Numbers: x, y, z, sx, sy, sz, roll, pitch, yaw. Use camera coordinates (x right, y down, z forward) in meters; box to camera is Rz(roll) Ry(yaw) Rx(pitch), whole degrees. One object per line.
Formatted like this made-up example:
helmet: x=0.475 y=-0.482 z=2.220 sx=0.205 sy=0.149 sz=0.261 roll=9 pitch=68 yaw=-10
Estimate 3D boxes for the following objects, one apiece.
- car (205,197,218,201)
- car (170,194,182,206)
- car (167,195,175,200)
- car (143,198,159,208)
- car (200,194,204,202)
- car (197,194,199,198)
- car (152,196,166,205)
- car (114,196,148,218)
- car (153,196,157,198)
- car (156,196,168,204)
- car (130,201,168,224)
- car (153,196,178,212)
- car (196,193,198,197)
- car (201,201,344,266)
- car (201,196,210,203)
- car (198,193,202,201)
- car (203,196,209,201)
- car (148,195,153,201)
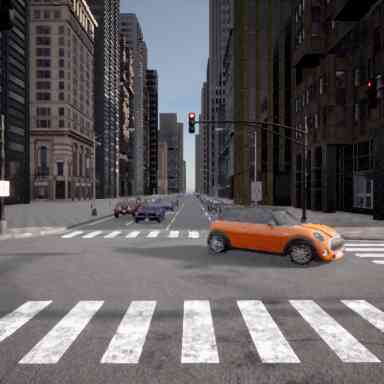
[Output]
car: x=2.752 y=1.554 z=36.431 sx=2.008 sy=1.369 sz=4.403 roll=0 pitch=0 yaw=0
car: x=-3.039 y=1.500 z=51.823 sx=2.128 sy=1.511 sz=4.902 roll=0 pitch=0 yaw=0
car: x=-5.787 y=1.566 z=92.657 sx=1.752 sy=1.417 sz=4.829 roll=0 pitch=0 yaw=0
car: x=-5.776 y=1.589 z=47.701 sx=1.802 sy=1.307 sz=4.206 roll=0 pitch=0 yaw=0
car: x=2.748 y=1.449 z=53.353 sx=1.967 sy=1.590 sz=4.097 roll=0 pitch=0 yaw=0
car: x=2.743 y=1.569 z=75.915 sx=1.887 sy=1.381 sz=4.507 roll=0 pitch=0 yaw=0
car: x=-5.779 y=1.452 z=58.983 sx=1.967 sy=1.590 sz=4.097 roll=0 pitch=0 yaw=0
car: x=-5.772 y=1.317 z=30.779 sx=2.192 sy=1.841 sz=5.009 roll=0 pitch=0 yaw=0
car: x=-5.775 y=1.571 z=42.061 sx=1.947 sy=1.339 sz=4.313 roll=0 pitch=0 yaw=0
car: x=-5.780 y=1.541 z=64.453 sx=1.752 sy=1.417 sz=4.829 roll=0 pitch=0 yaw=0
car: x=-3.105 y=1.602 z=25.108 sx=1.895 sy=1.301 sz=4.718 roll=0 pitch=0 yaw=0
car: x=-3.096 y=1.552 z=39.915 sx=2.033 sy=1.411 sz=5.357 roll=0 pitch=0 yaw=0
car: x=2.740 y=1.560 z=87.366 sx=1.752 sy=1.417 sz=4.829 roll=0 pitch=0 yaw=0
car: x=2.803 y=1.342 z=11.711 sx=4.553 sy=1.767 sz=2.097 roll=0 pitch=0 yaw=39
car: x=2.744 y=1.545 z=70.445 sx=1.752 sy=1.417 sz=4.829 roll=0 pitch=0 yaw=0
car: x=2.745 y=1.456 z=64.634 sx=1.967 sy=1.590 sz=4.097 roll=0 pitch=0 yaw=0
car: x=2.751 y=1.550 z=42.072 sx=1.887 sy=1.381 sz=4.507 roll=0 pitch=0 yaw=0
car: x=-5.774 y=1.444 z=36.421 sx=1.967 sy=1.590 sz=4.097 roll=0 pitch=0 yaw=0
